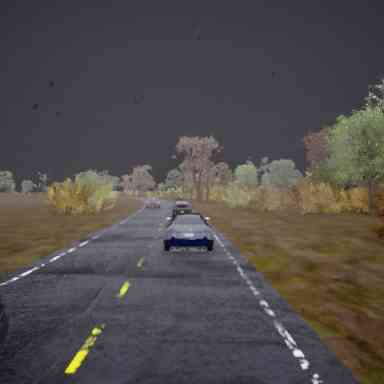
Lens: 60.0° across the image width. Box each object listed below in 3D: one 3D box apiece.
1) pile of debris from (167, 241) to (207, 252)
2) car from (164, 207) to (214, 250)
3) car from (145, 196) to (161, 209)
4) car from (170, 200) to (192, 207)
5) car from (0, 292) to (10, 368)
[{"bbox_3d":[-0.204,2.183,13.465,1.500,0.140,1.860,0,0,-2],"label":"pile of debris"},{"bbox_3d":[-0.173,1.570,14.399,1.994,1.385,4.181,0,0,-2],"label":"car"},{"bbox_3d":[-5.430,1.397,46.798,2.097,1.767,4.553,0,0,-5],"label":"car"},{"bbox_3d":[-1.010,1.529,31.700,1.837,1.490,4.892,0,0,-4],"label":"car"},{"bbox_3d":[-3.137,1.529,2.336,1.812,1.442,4.674,0,0,0],"label":"car"}]
